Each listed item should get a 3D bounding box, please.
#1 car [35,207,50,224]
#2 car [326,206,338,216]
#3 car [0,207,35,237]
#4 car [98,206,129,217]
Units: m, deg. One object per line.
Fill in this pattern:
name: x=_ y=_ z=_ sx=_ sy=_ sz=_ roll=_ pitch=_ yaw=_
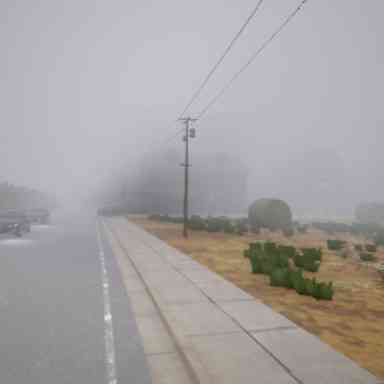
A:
car: x=-14.317 y=2.128 z=30.668 sx=1.837 sy=1.490 sz=4.892 roll=2 pitch=-2 yaw=-16
car: x=28.315 y=3.751 z=67.070 sx=1.905 sy=1.878 sz=3.866 roll=7 pitch=3 yaw=30
car: x=-11.403 y=1.894 z=20.790 sx=1.837 sy=1.490 sz=4.892 roll=2 pitch=-2 yaw=-17
car: x=-10.699 y=2.634 z=45.550 sx=1.837 sy=1.490 sz=4.892 roll=-2 pitch=-3 yaw=31
